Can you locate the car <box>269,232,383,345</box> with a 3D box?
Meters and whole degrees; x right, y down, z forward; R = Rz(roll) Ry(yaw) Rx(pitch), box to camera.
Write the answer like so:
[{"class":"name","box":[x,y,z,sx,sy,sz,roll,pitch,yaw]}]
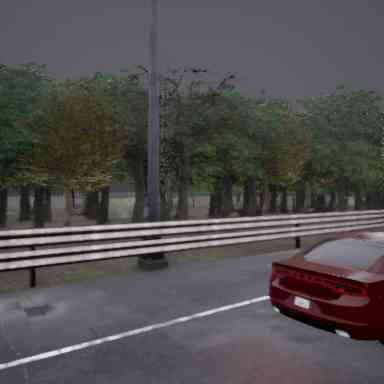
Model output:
[{"class":"car","box":[3.666,1.509,6.380,5.008,1.535,1.882,0,0,-35]}]
